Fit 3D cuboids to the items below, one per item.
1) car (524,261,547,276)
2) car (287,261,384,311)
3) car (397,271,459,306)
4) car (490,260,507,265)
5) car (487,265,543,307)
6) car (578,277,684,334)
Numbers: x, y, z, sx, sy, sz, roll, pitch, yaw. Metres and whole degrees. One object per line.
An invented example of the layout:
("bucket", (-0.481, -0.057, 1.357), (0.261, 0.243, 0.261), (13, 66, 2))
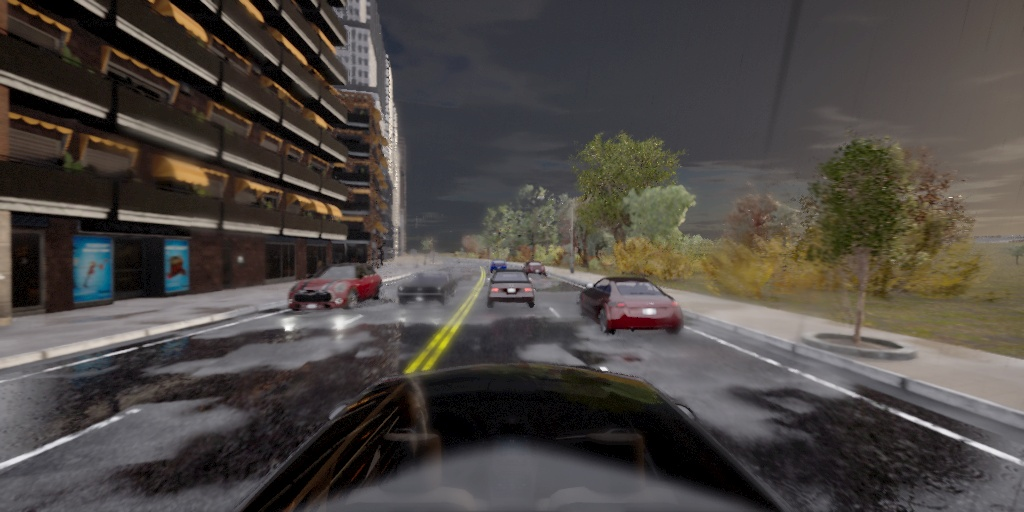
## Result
("car", (2.178, 1.209, 35.227), (1.812, 1.442, 4.674), (0, 0, -4))
("car", (-6.788, 1.096, 14.311), (2.097, 1.767, 4.553), (0, 0, -1))
("car", (-3.570, 1.335, 15.894), (1.895, 1.301, 4.718), (0, 0, -2))
("car", (-1.604, 1.154, 42.161), (1.882, 1.535, 5.008), (0, 0, -5))
("car", (-0.094, 1.275, 15.337), (2.033, 1.411, 5.357), (0, 0, -2))
("car", (3.240, 1.292, 10.559), (1.994, 1.385, 4.181), (0, 0, -1))
